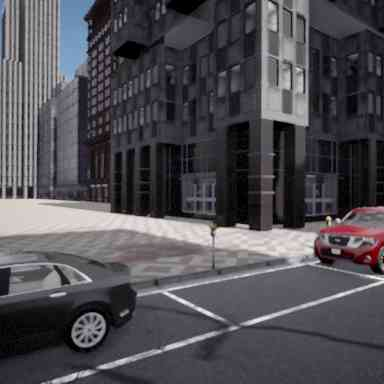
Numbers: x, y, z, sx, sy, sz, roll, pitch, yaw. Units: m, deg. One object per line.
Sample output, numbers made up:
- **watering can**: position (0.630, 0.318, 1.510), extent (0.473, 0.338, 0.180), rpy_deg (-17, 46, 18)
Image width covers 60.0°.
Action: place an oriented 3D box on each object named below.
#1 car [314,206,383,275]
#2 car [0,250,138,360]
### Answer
- **car**: position (6.211, 1.427, 11.076), extent (5.009, 1.841, 2.192), rpy_deg (1, -1, -35)
- **car**: position (-2.915, 1.553, 4.572), extent (4.403, 1.369, 2.008), rpy_deg (1, -1, -35)
